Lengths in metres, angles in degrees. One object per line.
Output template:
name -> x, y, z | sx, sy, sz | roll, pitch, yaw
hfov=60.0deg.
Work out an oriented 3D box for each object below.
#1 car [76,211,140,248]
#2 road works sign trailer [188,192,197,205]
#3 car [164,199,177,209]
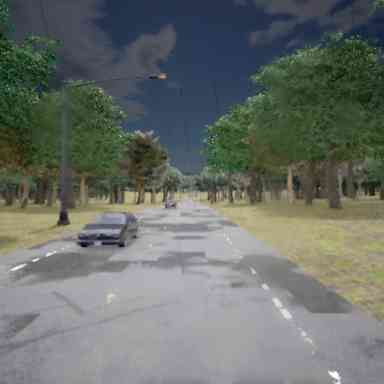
car -> -3.600, 1.615, 15.361 | 2.033, 1.411, 5.357 | 0, 0, 0
road works sign trailer -> 0.064, 1.693, 89.278 | 2.380, 3.560, 2.880 | 0, -1, -2
car -> -3.561, 2.012, 55.948 | 1.837, 1.490, 4.892 | 0, -1, 0
